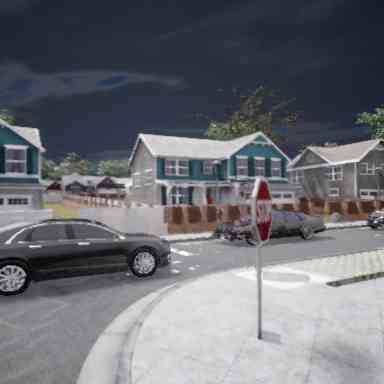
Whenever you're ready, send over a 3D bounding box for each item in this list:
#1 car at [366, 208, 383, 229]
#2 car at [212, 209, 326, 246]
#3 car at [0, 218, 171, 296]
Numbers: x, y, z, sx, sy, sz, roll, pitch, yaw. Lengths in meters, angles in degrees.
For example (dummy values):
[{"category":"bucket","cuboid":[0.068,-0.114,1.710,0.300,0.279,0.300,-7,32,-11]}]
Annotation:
[{"category":"car","cuboid":[12.333,1.378,19.421,4.892,1.490,1.837,0,-2,-26]},{"category":"car","cuboid":[3.584,1.485,14.995,5.357,1.411,2.033,0,-2,-27]},{"category":"car","cuboid":[-2.889,1.397,8.203,4.892,1.490,1.837,0,-2,-29]}]
